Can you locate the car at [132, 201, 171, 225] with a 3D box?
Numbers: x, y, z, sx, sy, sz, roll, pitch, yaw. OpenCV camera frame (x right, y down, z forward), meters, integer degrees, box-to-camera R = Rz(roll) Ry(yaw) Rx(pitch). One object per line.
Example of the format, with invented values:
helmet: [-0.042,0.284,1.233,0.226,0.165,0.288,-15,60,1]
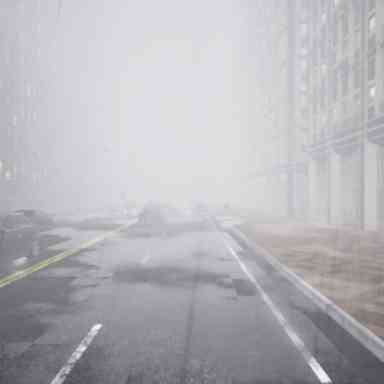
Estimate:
car: [-3.145,1.781,26.773,2.128,1.511,4.902,0,-1,0]

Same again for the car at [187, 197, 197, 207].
car: [0.017,2.173,64.497,2.128,1.511,4.902,0,-1,0]

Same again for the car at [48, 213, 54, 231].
car: [-9.781,1.739,19.777,1.812,1.442,4.674,0,-1,0]

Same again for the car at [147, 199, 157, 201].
car: [-6.546,1.921,53.924,2.097,1.767,4.553,0,-1,0]

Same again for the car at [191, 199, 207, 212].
car: [1.149,2.013,45.709,1.812,1.442,4.674,0,-1,0]

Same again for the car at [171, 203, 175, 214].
car: [-3.140,2.058,42.826,1.895,1.301,4.718,0,-1,0]

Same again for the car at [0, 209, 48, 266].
car: [-6.587,1.463,10.272,2.097,1.767,4.553,0,-1,0]

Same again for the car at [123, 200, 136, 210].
car: [-9.794,2.093,53.795,1.812,1.442,4.674,0,-1,1]
